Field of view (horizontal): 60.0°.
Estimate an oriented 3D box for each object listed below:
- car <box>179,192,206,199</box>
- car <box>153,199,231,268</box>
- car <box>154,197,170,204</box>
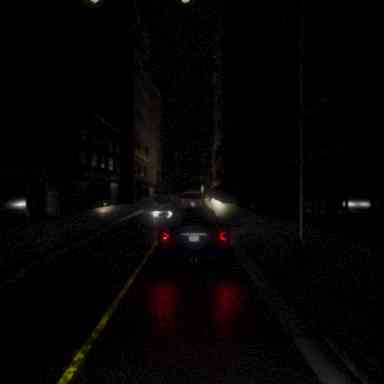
[{"bbox_3d":[0.075,0.995,29.132,2.150,2.045,5.566,0,0,0],"label":"car"},{"bbox_3d":[0.066,1.267,11.133,2.097,1.767,4.553,0,0,0],"label":"car"},{"bbox_3d":[-3.109,1.238,36.726,1.812,1.442,4.674,0,0,0],"label":"car"}]
